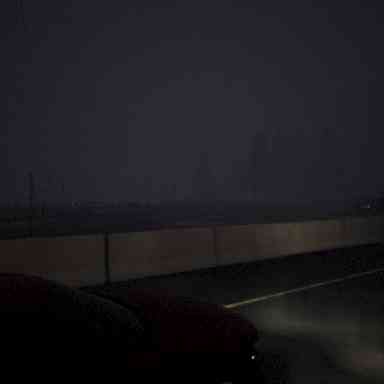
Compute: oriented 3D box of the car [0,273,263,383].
[{"bbox_3d":[-1.617,1.452,2.645,5.008,1.535,1.882,0,0,-34],"label":"car"}]
